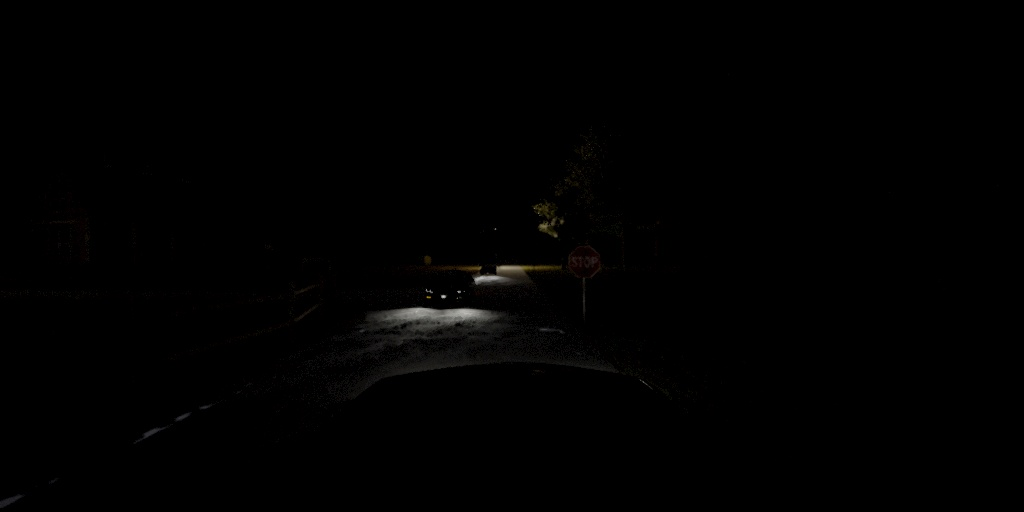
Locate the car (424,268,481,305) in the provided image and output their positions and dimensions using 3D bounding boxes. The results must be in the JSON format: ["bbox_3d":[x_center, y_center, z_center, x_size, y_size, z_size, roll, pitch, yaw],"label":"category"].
[{"bbox_3d":[-2.748,1.403,16.822,1.837,1.490,4.892,1,0,0],"label":"car"}]

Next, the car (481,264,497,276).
[{"bbox_3d":[-2.776,1.650,43.093,1.895,1.301,4.718,0,0,0],"label":"car"}]
